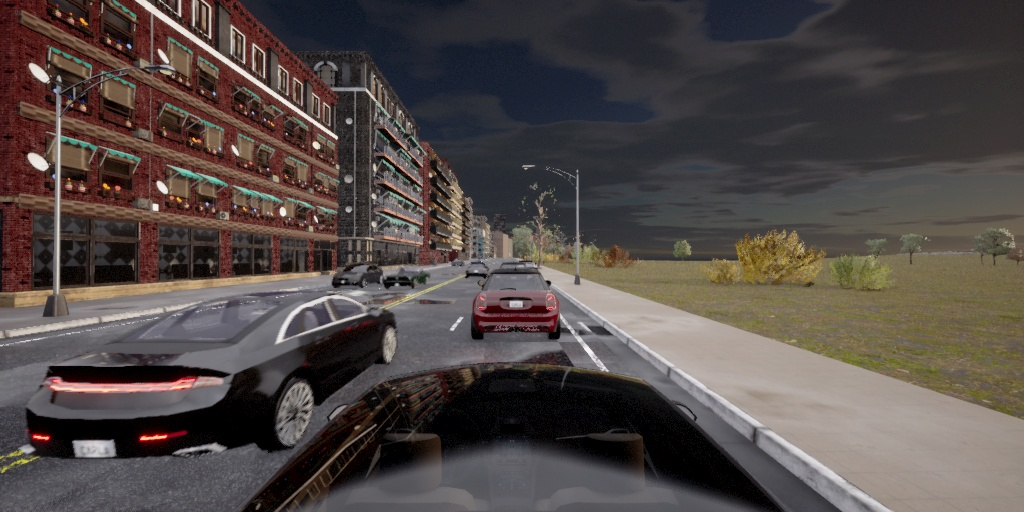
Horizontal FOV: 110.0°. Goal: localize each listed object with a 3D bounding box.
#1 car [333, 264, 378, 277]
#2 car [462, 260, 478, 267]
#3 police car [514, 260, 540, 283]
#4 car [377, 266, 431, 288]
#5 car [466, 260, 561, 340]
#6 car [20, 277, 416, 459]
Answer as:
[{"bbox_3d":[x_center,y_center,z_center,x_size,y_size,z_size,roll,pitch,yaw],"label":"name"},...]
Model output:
[{"bbox_3d":[-9.874,1.258,23.340,1.837,1.490,4.892,0,0,0],"label":"car"},{"bbox_3d":[-3.182,1.317,33.783,1.994,1.385,4.181,0,0,0],"label":"car"},{"bbox_3d":[1.109,1.179,29.446,1.930,1.638,5.238,0,0,0],"label":"police car"},{"bbox_3d":[-6.621,1.354,22.863,1.895,1.301,4.718,0,0,0],"label":"car"},{"bbox_3d":[0.083,1.103,10.179,2.097,1.767,4.553,0,0,0],"label":"car"},{"bbox_3d":[-3.156,1.242,5.134,2.128,1.511,4.902,0,0,0],"label":"car"}]
